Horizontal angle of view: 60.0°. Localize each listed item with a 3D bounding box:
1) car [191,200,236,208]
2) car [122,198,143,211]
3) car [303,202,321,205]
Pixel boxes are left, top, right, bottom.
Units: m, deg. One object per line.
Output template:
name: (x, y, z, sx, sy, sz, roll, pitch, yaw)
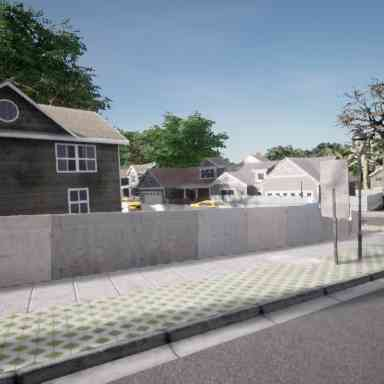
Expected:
car: (2.102, 1.605, 33.042, 5.008, 1.535, 1.882, 1, 4, 41)
car: (-8.114, 1.568, 42.656, 1.882, 1.535, 5.008, -4, 3, -43)
car: (10.224, 1.608, 26.608, 5.008, 1.535, 1.882, 0, 3, 37)
